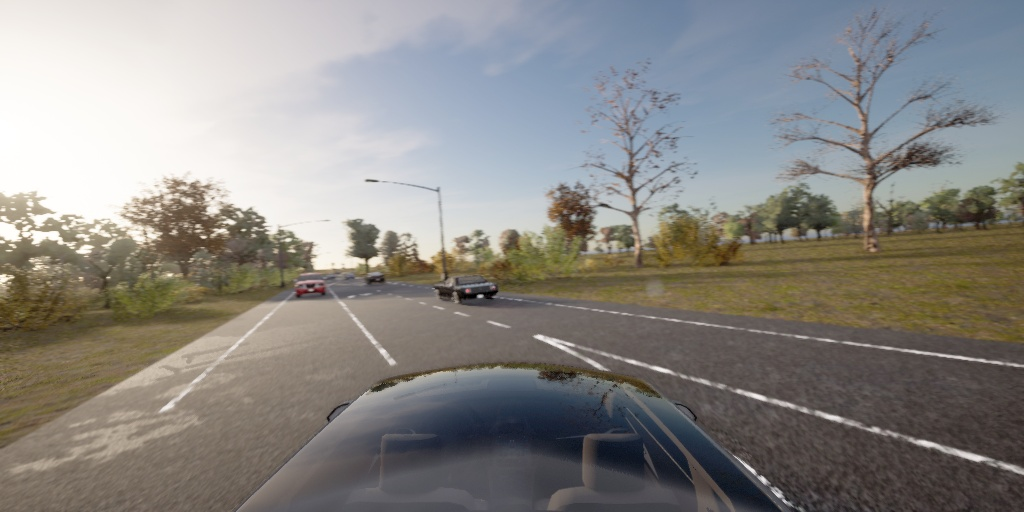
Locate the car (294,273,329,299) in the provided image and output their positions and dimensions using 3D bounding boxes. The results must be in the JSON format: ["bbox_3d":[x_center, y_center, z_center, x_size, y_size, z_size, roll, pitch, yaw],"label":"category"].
[{"bbox_3d":[-17.611,2.516,31.418,2.150,2.045,5.566,-4,0,-29],"label":"car"}]

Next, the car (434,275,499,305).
[{"bbox_3d":[-2.512,1.649,18.369,1.895,1.301,4.718,-4,0,-29],"label":"car"}]

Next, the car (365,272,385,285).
[{"bbox_3d":[-17.652,2.862,46.089,1.882,1.535,5.008,-4,0,-29],"label":"car"}]
